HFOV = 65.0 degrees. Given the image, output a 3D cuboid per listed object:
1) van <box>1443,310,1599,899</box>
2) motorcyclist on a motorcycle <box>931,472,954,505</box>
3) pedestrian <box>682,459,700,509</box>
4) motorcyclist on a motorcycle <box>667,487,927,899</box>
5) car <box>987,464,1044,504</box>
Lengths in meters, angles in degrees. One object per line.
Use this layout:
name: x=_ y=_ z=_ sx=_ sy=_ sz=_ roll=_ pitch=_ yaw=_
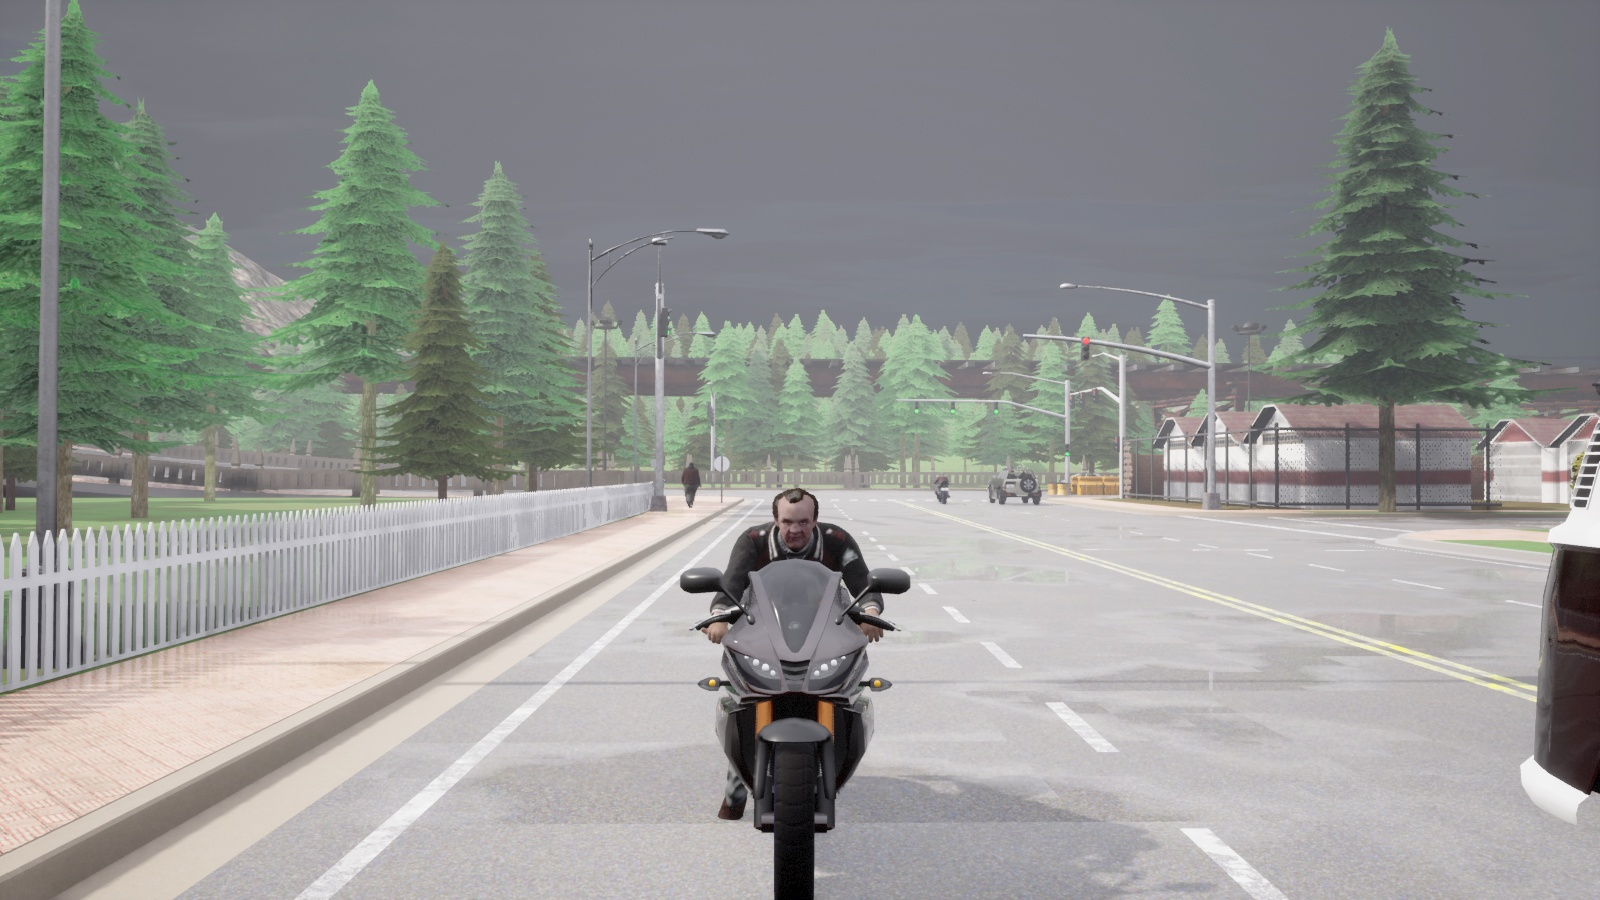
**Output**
van: x=3.490 y=0.566 z=2.510 sx=2.069 sy=2.038 sz=4.480 roll=0 pitch=-1 yaw=0
motorcyclist on a motorcycle: x=6.851 y=1.836 z=60.537 sx=0.866 sy=1.530 sz=2.191 roll=0 pitch=-1 yaw=0
pedestrian: x=-4.082 y=1.278 z=47.102 sx=0.634 sy=1.844 sz=0.899 roll=0 pitch=-1 yaw=-6
motorcyclist on a motorcycle: x=-0.013 y=0.939 z=5.313 sx=0.866 sy=1.530 sz=2.191 roll=0 pitch=-1 yaw=0
car: x=10.350 y=1.610 z=60.747 sx=1.932 sy=1.855 sz=4.605 roll=0 pitch=0 yaw=0
